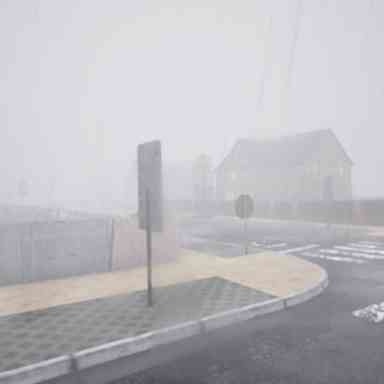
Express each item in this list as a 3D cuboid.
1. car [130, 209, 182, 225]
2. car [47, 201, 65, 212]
[{"bbox_3d":[-2.859,1.873,24.594,2.033,1.411,5.357,-2,0,-34],"label":"car"},{"bbox_3d":[-20.765,2.231,50.808,1.837,1.490,4.892,-2,0,-34],"label":"car"}]
